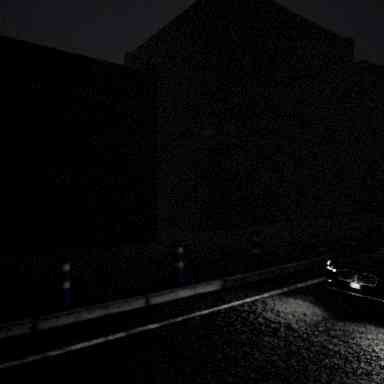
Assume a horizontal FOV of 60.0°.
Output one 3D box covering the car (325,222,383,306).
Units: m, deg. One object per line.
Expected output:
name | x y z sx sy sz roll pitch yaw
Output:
car | 4.986 1.431 7.542 4.892 1.490 1.837 -1 1 -35
